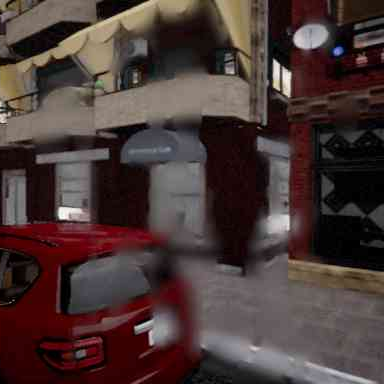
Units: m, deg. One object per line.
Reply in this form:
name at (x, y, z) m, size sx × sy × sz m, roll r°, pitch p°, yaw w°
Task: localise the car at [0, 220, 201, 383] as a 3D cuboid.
car at (-2.227, 1.312, 4.295) m, size 5.009 × 1.841 × 2.192 m, roll 0°, pitch 1°, yaw 36°
